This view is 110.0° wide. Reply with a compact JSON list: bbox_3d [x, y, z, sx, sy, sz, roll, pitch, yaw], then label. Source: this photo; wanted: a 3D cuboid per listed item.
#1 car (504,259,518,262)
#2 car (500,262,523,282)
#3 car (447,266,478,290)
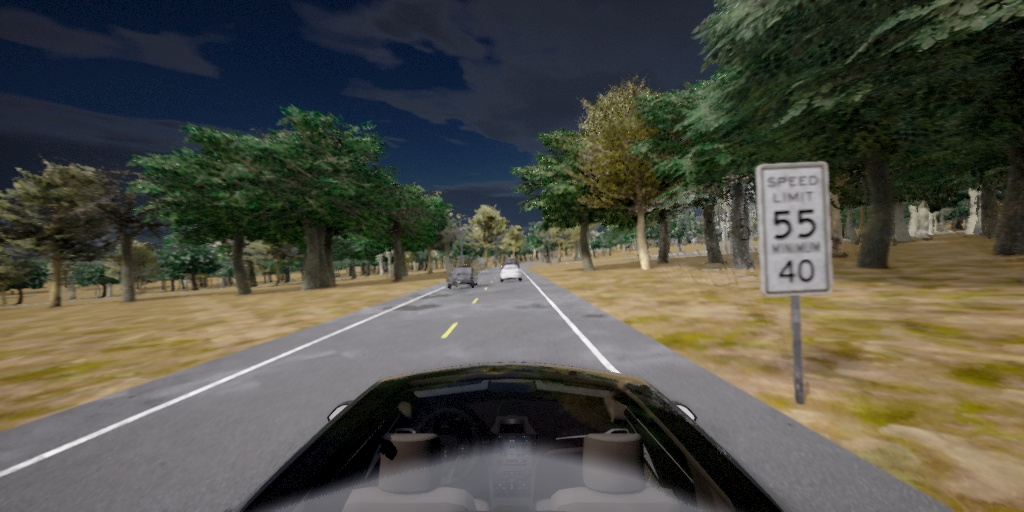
[{"bbox_3d":[-0.089,1.367,45.470,2.150,2.045,5.566,-3,0,1],"label":"car"},{"bbox_3d":[-0.097,1.529,32.627,1.812,1.442,4.674,-3,-1,0],"label":"car"},{"bbox_3d":[-3.594,1.528,26.618,1.837,1.490,4.892,-3,0,0],"label":"car"}]
